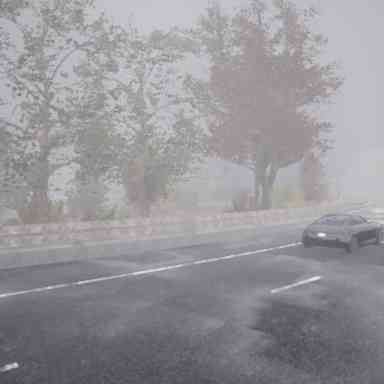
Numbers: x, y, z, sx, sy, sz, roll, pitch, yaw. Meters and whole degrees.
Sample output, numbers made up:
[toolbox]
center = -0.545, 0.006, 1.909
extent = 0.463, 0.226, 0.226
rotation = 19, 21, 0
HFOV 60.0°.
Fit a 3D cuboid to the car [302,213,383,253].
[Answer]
[car]
center = 6.367, 1.584, 13.911
extent = 4.181, 1.385, 1.994
rotation = 0, 0, -43
